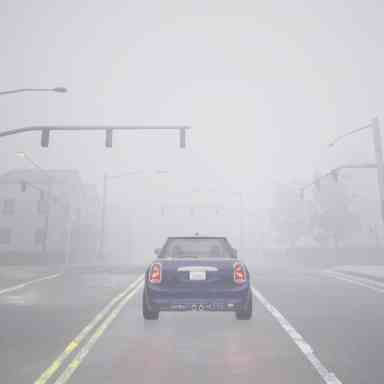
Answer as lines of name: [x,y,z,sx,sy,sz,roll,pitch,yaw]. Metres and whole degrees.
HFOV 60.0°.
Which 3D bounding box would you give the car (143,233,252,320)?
car: [0.104,1.809,8.251,2.097,1.767,4.553,0,-7,0]
